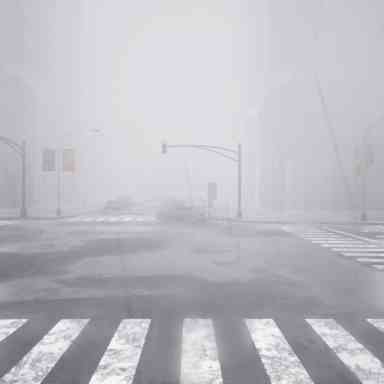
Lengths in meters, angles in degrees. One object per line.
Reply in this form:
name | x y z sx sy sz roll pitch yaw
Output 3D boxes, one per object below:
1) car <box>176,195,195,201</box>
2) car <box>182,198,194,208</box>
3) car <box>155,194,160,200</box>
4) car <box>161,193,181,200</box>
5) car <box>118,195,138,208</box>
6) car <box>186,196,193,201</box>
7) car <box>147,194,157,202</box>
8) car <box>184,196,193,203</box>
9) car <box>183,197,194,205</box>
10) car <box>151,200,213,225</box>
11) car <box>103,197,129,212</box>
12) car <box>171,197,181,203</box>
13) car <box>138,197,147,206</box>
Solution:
car | -0.545 1.449 39.029 1.967 1.590 4.097 0 0 0
car | -0.597 1.615 49.878 1.802 1.307 4.206 0 0 0
car | -9.254 1.417 76.973 2.192 1.841 5.009 0 0 0
car | -3.272 1.391 52.468 2.097 1.767 4.553 0 0 0
car | -9.097 1.335 44.417 2.192 1.841 5.009 0 0 0
car | -0.808 1.696 93.278 1.887 1.381 4.507 0 0 0
car | -9.227 1.669 71.546 1.802 1.307 4.206 0 0 0
car | -0.703 1.613 71.748 1.752 1.417 4.829 0 0 0
car | -0.650 1.603 60.728 1.887 1.381 4.507 0 0 0
car | -0.577 1.563 24.126 4.181 1.385 1.994 1 1 36
car | -9.070 1.574 38.990 1.947 1.339 4.313 0 0 0
car | -3.464 1.689 73.456 1.895 1.301 4.718 0 0 0
car | -9.147 1.570 55.098 1.752 1.417 4.829 0 0 0
